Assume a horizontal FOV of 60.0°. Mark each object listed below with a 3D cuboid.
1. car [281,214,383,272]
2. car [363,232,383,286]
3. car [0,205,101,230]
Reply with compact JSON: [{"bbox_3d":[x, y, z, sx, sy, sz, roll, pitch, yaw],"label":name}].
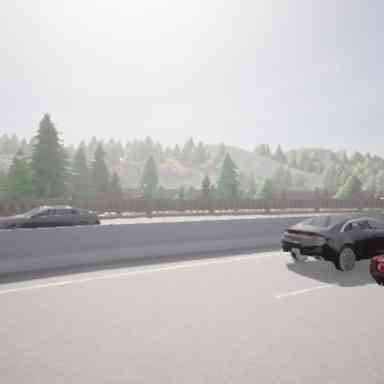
[{"bbox_3d":[5.096,1.468,10.671,4.902,1.511,2.128,0,0,-29],"label":"car"},{"bbox_3d":[6.182,1.590,7.336,4.718,1.301,1.895,0,0,-29],"label":"car"},{"bbox_3d":[-6.899,1.414,15.954,4.902,1.511,2.128,0,0,-32],"label":"car"}]
